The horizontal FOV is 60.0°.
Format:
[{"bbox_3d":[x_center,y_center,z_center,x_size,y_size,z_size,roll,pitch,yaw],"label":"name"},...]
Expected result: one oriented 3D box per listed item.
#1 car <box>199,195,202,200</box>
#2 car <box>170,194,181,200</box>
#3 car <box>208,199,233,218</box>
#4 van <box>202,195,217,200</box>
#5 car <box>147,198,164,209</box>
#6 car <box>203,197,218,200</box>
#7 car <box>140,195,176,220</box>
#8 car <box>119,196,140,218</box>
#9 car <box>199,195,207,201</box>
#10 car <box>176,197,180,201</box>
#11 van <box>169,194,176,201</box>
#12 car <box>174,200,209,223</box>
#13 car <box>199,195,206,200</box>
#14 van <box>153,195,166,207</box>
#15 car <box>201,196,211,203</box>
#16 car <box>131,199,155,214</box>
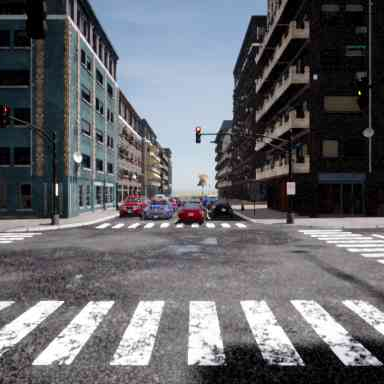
[{"bbox_3d":[2.779,1.422,57.918,1.967,1.590,4.097,0,0,0],"label":"car"},{"bbox_3d":[-2.662,1.464,49.748,1.882,1.535,5.008,0,0,0],"label":"car"},{"bbox_3d":[2.676,1.562,30.159,1.947,1.339,4.313,0,0,0],"label":"car"},{"bbox_3d":[2.739,1.329,46.815,1.690,1.788,3.998,0,0,0],"label":"van"},{"bbox_3d":[-5.142,1.533,46.844,1.887,1.381,4.507,0,0,0],"label":"car"},{"bbox_3d":[2.718,1.573,41.263,1.802,1.307,4.206,0,0,0],"label":"car"},{"bbox_3d":[-2.774,1.349,28.099,2.097,1.767,4.553,0,0,1],"label":"car"},{"bbox_3d":[-5.204,1.311,30.187,2.192,1.841,5.009,0,0,0],"label":"car"},{"bbox_3d":[2.881,1.504,85.679,1.887,1.381,4.507,0,0,0],"label":"car"},{"bbox_3d":[-2.709,1.470,38.085,1.882,1.535,5.008,0,0,0],"label":"car"},{"bbox_3d":[-4.998,1.301,85.707,1.690,1.788,3.998,0,0,0],"label":"van"},{"bbox_3d":[0.068,1.561,25.484,1.994,1.385,4.181,0,0,4],"label":"car"},{"bbox_3d":[2.902,1.499,91.231,1.887,1.381,4.507,0,0,0],"label":"car"},{"bbox_3d":[-5.122,1.326,52.395,1.690,1.788,3.998,0,0,0],"label":"van"},{"bbox_3d":[2.820,1.525,69.023,2.008,1.369,4.403,0,0,0],"label":"car"},{"bbox_3d":[-5.183,1.538,35.739,1.887,1.381,4.507,0,0,0],"label":"car"}]
